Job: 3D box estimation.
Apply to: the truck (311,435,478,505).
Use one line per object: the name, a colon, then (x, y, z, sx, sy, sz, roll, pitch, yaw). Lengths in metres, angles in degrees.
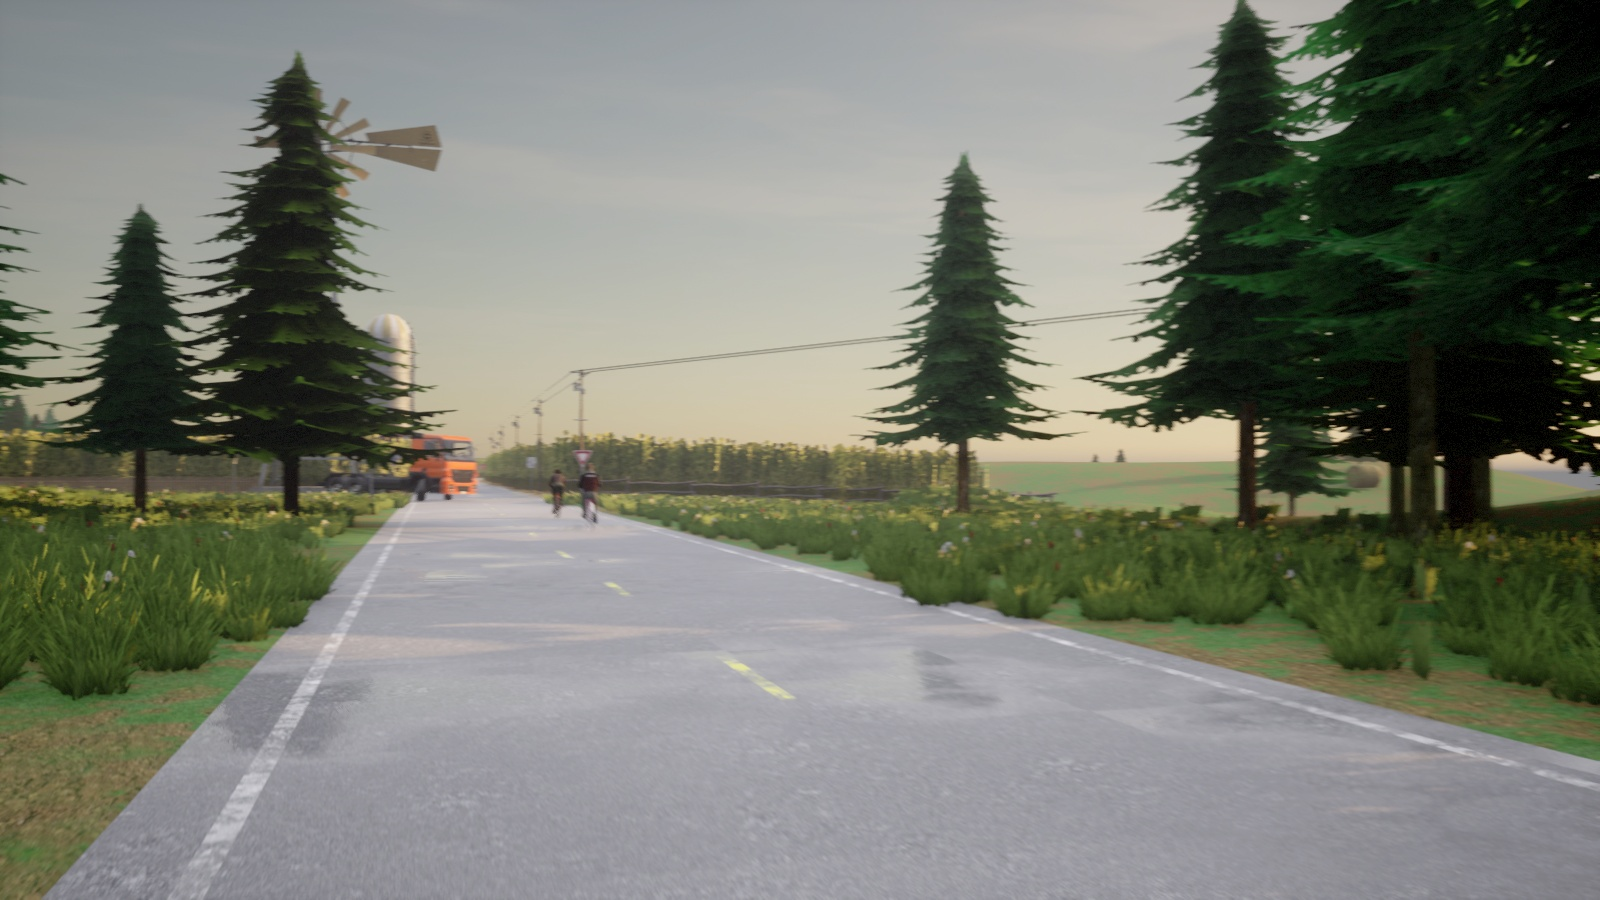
truck: (-20.833, 1.003, 64.478, 7.936, 3.462, 2.891, 0, -2, 19)

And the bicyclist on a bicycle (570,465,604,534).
bicyclist on a bicycle: (-5.646, 1.281, 33.212, 0.659, 1.776, 1.843, 0, -1, -16)
